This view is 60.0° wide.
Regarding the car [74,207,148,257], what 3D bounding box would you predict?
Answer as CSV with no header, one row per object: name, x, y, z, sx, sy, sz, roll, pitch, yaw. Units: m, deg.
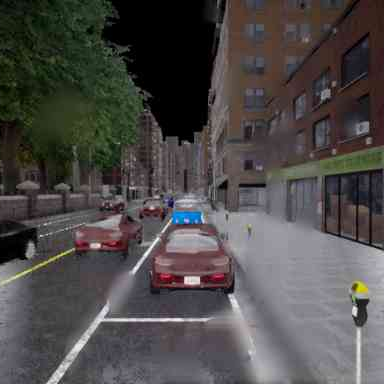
car,-3.049,1.521,12.826,1.812,1.442,4.674,0,0,0

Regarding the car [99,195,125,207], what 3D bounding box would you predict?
car,-8.815,1.291,36.940,2.192,1.841,5.009,0,0,0

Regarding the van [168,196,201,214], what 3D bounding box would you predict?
van,-0.290,1.333,19.998,1.690,1.788,3.998,0,0,0

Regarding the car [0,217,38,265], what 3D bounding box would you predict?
car,-6.245,1.475,9.470,1.882,1.535,5.008,0,0,0

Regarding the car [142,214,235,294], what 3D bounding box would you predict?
car,0.004,1.523,8.650,1.812,1.442,4.674,0,0,0

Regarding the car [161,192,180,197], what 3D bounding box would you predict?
car,-3.041,1.191,41.867,2.150,2.045,5.566,0,0,0

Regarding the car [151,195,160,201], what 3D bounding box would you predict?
car,-8.815,1.431,80.459,1.752,1.417,4.829,0,0,0

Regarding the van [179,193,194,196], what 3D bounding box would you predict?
van,-0.290,1.317,36.980,1.690,1.788,3.998,0,0,0

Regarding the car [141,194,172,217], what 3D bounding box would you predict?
car,-3.145,1.338,28.232,2.097,1.767,4.553,0,0,0

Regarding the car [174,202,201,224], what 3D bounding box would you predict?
car,-0.290,1.532,25.659,1.887,1.381,4.507,0,0,0

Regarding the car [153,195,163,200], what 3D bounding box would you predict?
car,-8.815,1.449,86.079,2.008,1.369,4.403,0,0,0
